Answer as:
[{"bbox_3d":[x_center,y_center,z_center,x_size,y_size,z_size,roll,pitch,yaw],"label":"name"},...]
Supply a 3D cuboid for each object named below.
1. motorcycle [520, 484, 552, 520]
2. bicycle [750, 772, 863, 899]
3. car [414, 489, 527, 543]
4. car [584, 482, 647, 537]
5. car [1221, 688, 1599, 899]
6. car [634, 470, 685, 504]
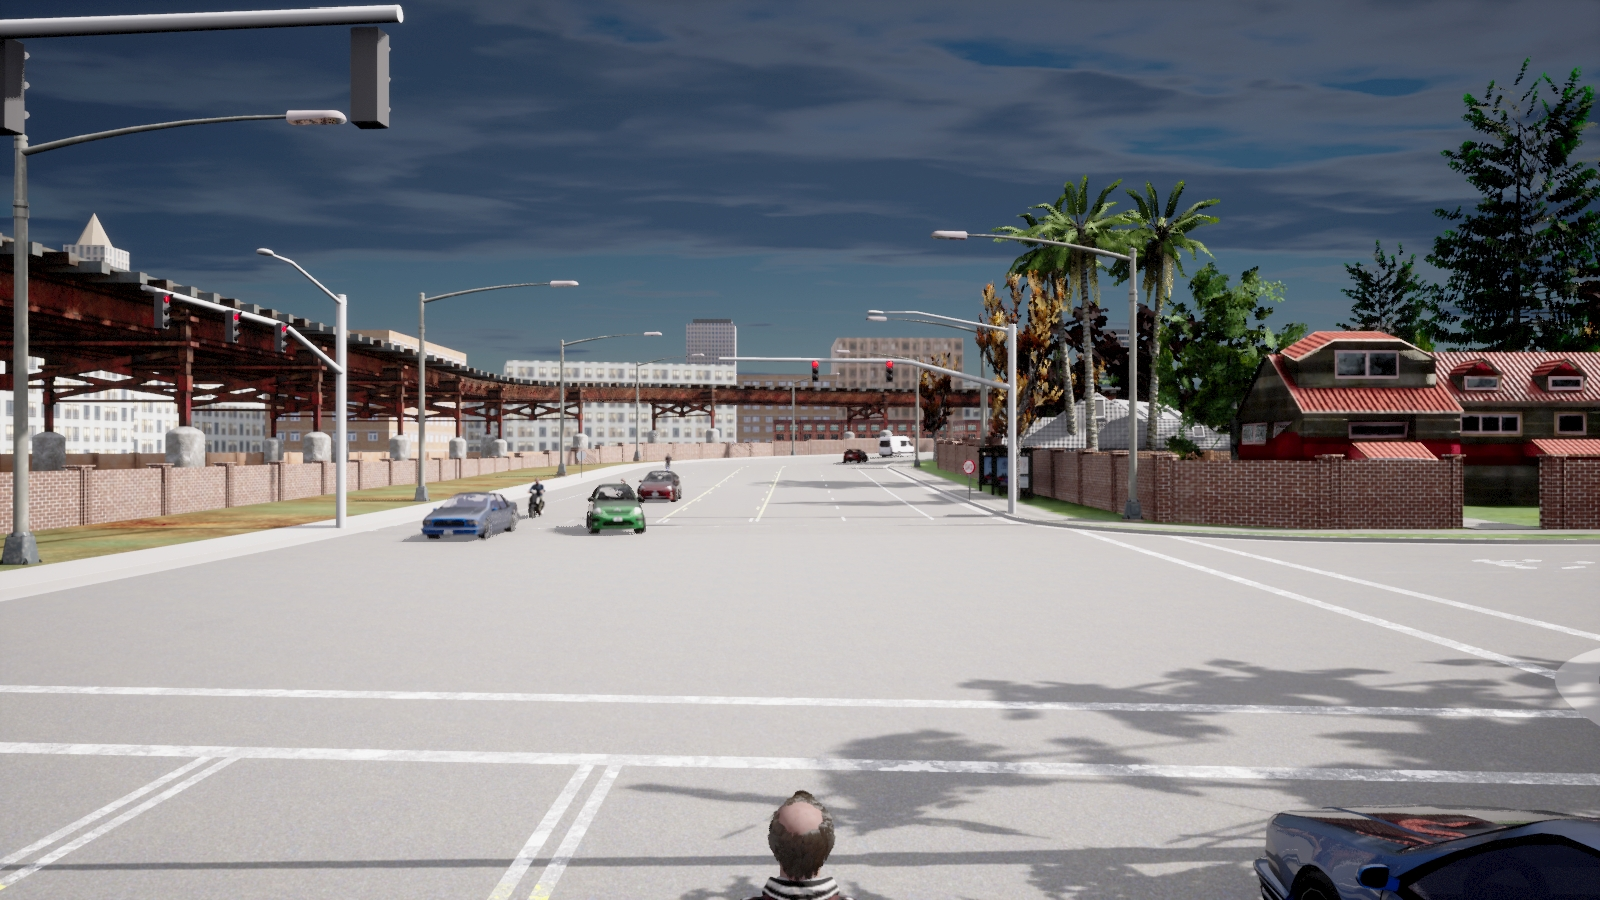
[{"bbox_3d":[-10.527,2.048,45.643,0.856,1.341,1.805,0,0,0],"label":"motorcycle"},{"bbox_3d":[0.019,2.048,3.681,0.329,1.496,1.835,0,0,0],"label":"bicycle"},{"bbox_3d":[-10.512,2.075,36.927,2.033,1.411,5.357,0,0,1],"label":"car"},{"bbox_3d":[-6.287,1.959,38.646,1.851,1.617,3.988,0,0,-13],"label":"car"},{"bbox_3d":[3.467,2.106,4.038,2.033,1.411,5.357,0,0,1],"label":"car"},{"bbox_3d":[-7.040,1.825,57.665,2.007,1.525,4.514,0,1,0],"label":"car"}]
